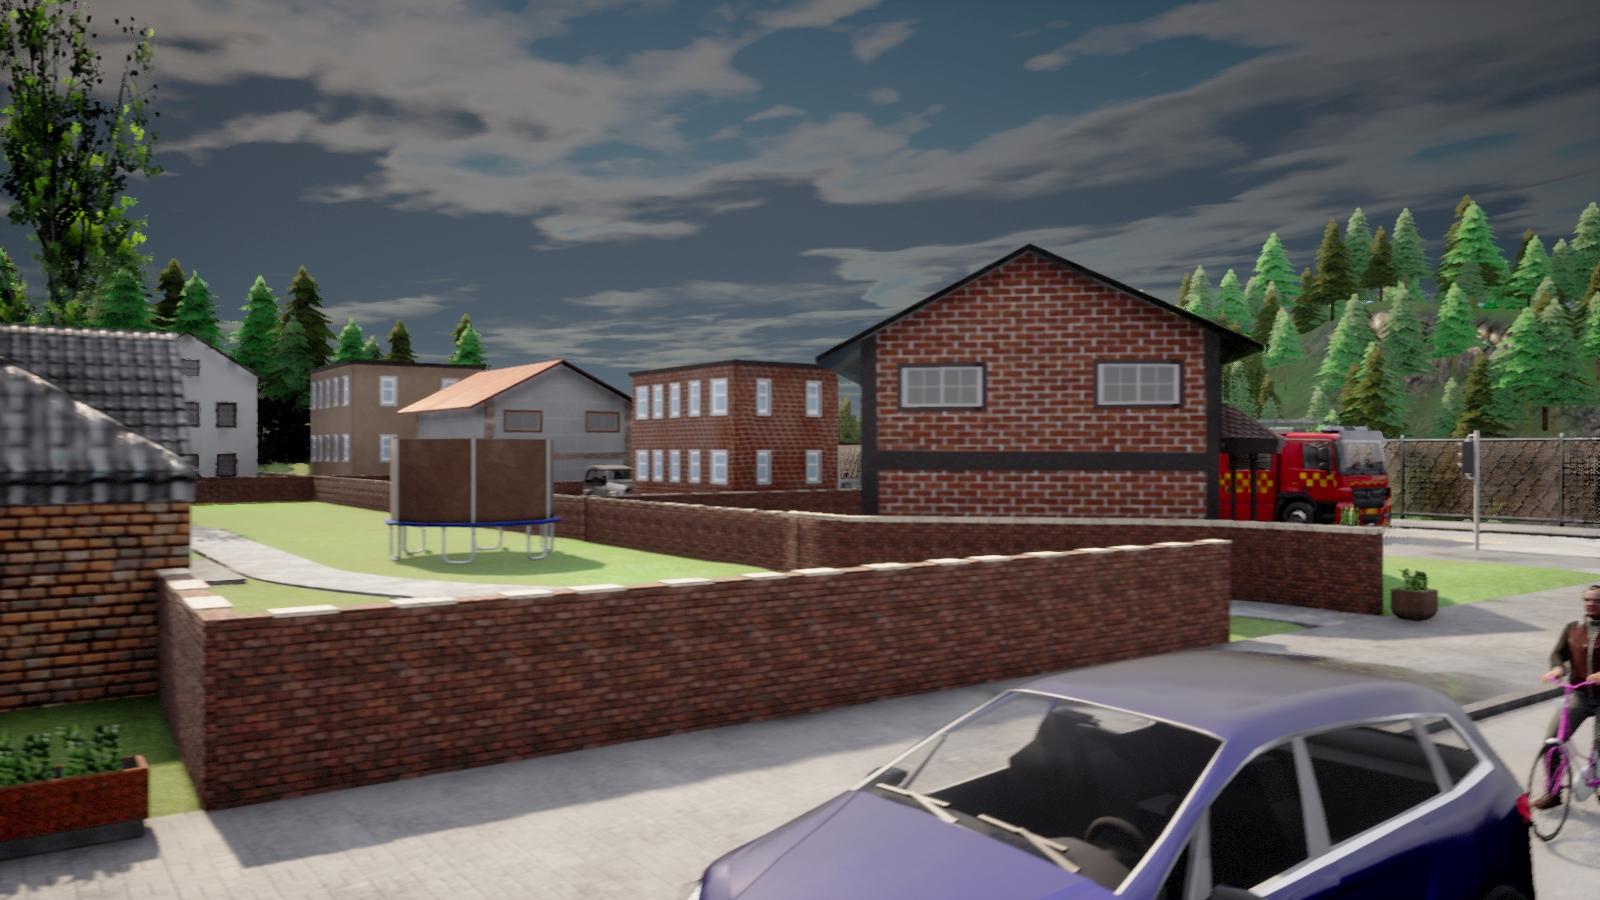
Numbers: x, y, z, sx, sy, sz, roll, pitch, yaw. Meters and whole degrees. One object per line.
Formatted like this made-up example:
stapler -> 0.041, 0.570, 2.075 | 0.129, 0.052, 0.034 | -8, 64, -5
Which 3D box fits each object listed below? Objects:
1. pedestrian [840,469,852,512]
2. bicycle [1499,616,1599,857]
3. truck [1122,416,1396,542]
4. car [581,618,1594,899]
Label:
pedestrian -> 1.982, 1.744, 49.202 | 0.375, 1.860, 0.375 | 0, 0, -36
bicycle -> 5.797, 2.060, 8.501 | 1.835, 1.471, 0.329 | 0, 0, -36
truck -> 15.395, 0.890, 39.117 | 2.891, 3.827, 8.468 | 0, 0, -35
car -> 1.562, 1.967, 5.453 | 4.611, 1.667, 2.242 | 0, 0, -36
